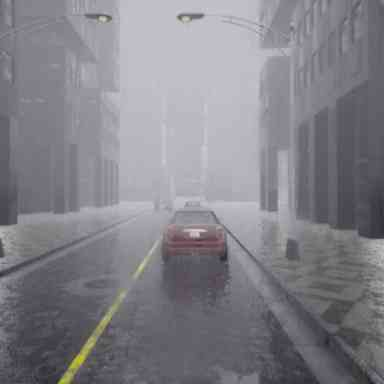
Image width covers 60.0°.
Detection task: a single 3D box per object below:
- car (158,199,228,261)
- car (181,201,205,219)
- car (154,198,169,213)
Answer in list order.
[{"bbox_3d":[0.092,1.324,12.306,2.097,1.767,4.553,0,0,0],"label":"car"},{"bbox_3d":[0.098,1.518,29.015,1.994,1.385,4.181,0,0,0],"label":"car"},{"bbox_3d":[-3.087,1.447,36.814,2.128,1.511,4.902,0,0,0],"label":"car"}]
